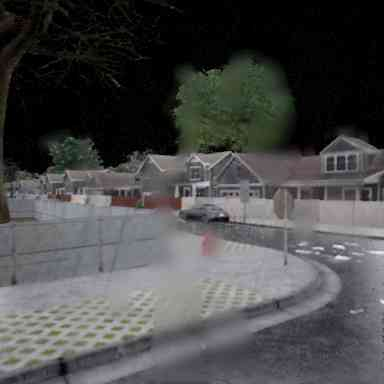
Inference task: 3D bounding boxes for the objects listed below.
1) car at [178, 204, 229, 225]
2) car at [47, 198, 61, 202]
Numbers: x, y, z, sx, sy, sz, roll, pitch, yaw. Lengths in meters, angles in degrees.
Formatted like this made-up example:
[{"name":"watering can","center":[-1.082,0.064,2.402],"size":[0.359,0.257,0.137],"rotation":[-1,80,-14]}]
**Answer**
[{"name":"car","center":[0.798,1.582,24.622],"size":[1.994,1.385,4.181],"rotation":[0,-1,-37]},{"name":"car","center":[-19.376,1.593,46.395],"size":[2.033,1.411,5.357],"rotation":[0,0,-36]}]
